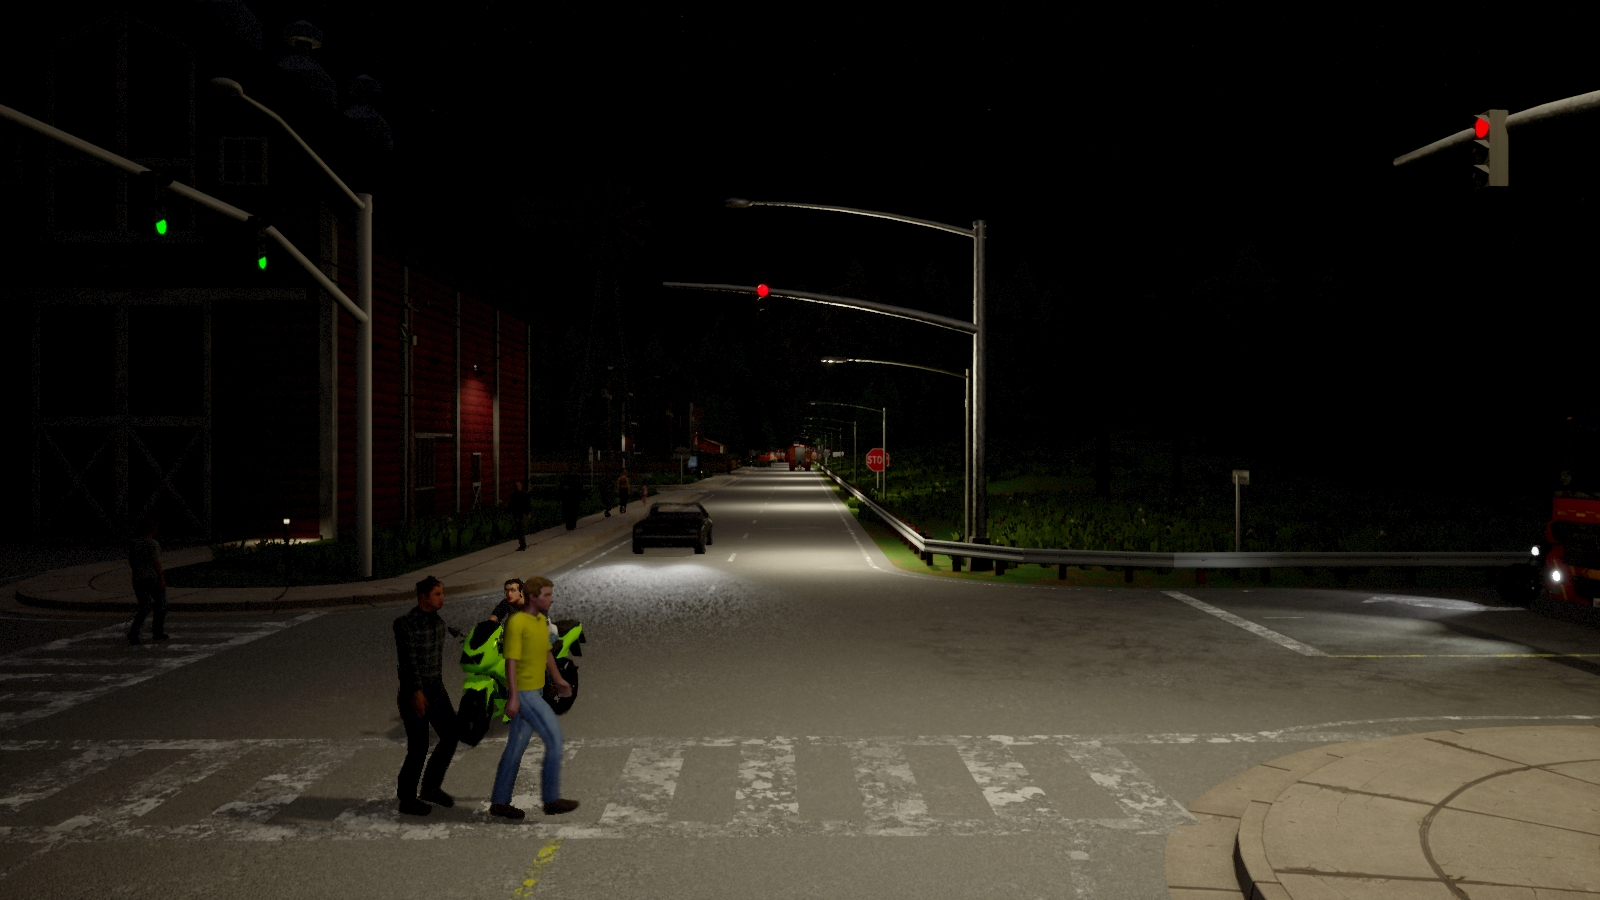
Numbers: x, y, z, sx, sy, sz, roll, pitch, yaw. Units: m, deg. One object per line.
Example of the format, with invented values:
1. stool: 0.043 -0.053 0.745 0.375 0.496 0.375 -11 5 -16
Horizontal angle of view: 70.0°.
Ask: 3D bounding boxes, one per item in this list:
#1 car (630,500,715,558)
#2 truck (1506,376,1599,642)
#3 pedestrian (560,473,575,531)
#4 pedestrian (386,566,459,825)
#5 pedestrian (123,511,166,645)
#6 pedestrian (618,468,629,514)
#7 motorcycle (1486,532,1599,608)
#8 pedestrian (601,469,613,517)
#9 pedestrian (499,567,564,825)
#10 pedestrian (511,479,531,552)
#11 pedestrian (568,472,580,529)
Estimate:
1. car: -3.455 2.136 31.790 1.895 1.301 4.718 0 0 0
2. truck: 15.744 0.854 17.216 8.468 3.827 2.891 0 0 -1
3. pedestrian: -7.471 1.674 36.710 0.375 1.860 0.375 0 0 2
4. pedestrian: -2.864 1.837 8.677 0.375 1.860 0.375 0 0 18
5. pedestrian: -9.340 1.811 16.289 0.375 1.860 0.375 0 0 11
6. pedestrian: -7.252 1.666 46.879 0.375 1.860 0.375 0 0 2
7. motorcycle: 13.703 2.131 20.467 2.356 1.277 0.764 0 0 2
8. pedestrian: -7.473 1.670 44.299 0.375 1.860 0.375 0 0 7
9. pedestrian: -2.022 1.838 8.634 0.375 1.860 0.375 0 0 6
10. pedestrian: -7.203 1.678 29.488 0.375 1.860 0.375 0 0 14
11. pedestrian: -7.447 1.671 37.646 0.375 1.860 0.375 0 0 -5
